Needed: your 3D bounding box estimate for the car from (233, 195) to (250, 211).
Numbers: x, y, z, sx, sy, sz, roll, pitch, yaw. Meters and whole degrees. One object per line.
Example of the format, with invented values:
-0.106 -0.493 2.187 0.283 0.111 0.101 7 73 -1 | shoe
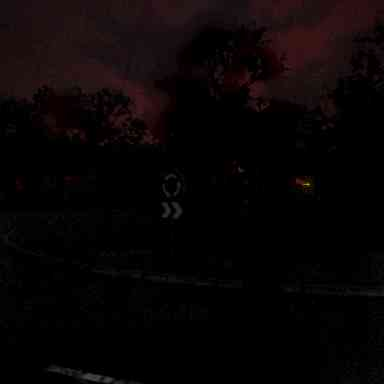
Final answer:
4.273 1.335 40.973 5.566 2.045 2.150 0 -1 -1 | car
